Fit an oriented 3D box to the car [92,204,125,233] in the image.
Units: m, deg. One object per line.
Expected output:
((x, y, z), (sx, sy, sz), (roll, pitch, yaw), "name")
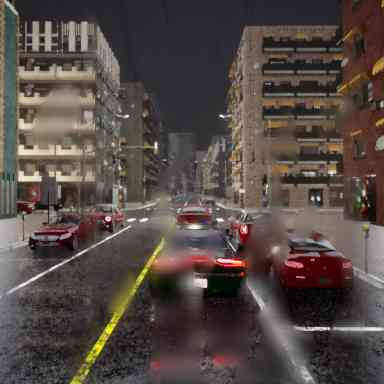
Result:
((-5.240, 1.444, 19.659), (1.967, 1.590, 4.097), (1, 0, 0), "car")

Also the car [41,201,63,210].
((-17.478, 1.590, 39.092), (4.313, 1.339, 1.947), (0, -1, 0), "car")

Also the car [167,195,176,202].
((-5.004, 1.555, 80.555), (1.887, 1.381, 4.507), (1, 0, 0), "car")

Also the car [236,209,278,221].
((2.628, 1.443, 14.102), (1.967, 1.590, 4.097), (1, 0, 0), "car")

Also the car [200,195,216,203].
((2.770, 1.559, 52.201), (2.008, 1.369, 4.403), (1, 0, 0), "car")

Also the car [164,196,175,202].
((-5.025, 1.575, 74.884), (1.947, 1.339, 4.313), (1, 0, 0), "car")

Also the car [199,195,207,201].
((2.898, 1.561, 86.226), (2.008, 1.369, 4.403), (1, 0, 0), "car")

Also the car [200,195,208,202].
((2.877, 1.555, 80.556), (1.887, 1.381, 4.507), (1, 0, 0), "car")

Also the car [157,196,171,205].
((-5.090, 1.534, 57.701), (1.752, 1.417, 4.829), (1, 0, 0), "car")

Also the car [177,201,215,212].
((0.135, 1.482, 18.999), (1.882, 1.535, 5.008), (0, 0, 0), "car")

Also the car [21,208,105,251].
((-5.259, 1.585, 14.110), (1.802, 1.307, 4.206), (1, 0, 0), "car")

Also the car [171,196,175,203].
((-5.047, 1.535, 69.043), (1.752, 1.417, 4.829), (1, 0, 0), "car")

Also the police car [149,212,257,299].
((0.129, 1.506, 8.538), (2.038, 1.542, 4.974), (0, 0, 0), "police car")

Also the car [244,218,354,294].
((2.605, 1.584, 8.553), (1.802, 1.307, 4.206), (1, 0, 0), "car")

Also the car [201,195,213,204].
((2.814, 1.449, 63.543), (1.967, 1.590, 4.097), (1, 0, 0), "car")

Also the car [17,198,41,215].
((-17.446, 1.240, 31.216), (5.009, 1.841, 2.192), (0, -1, 0), "car")
